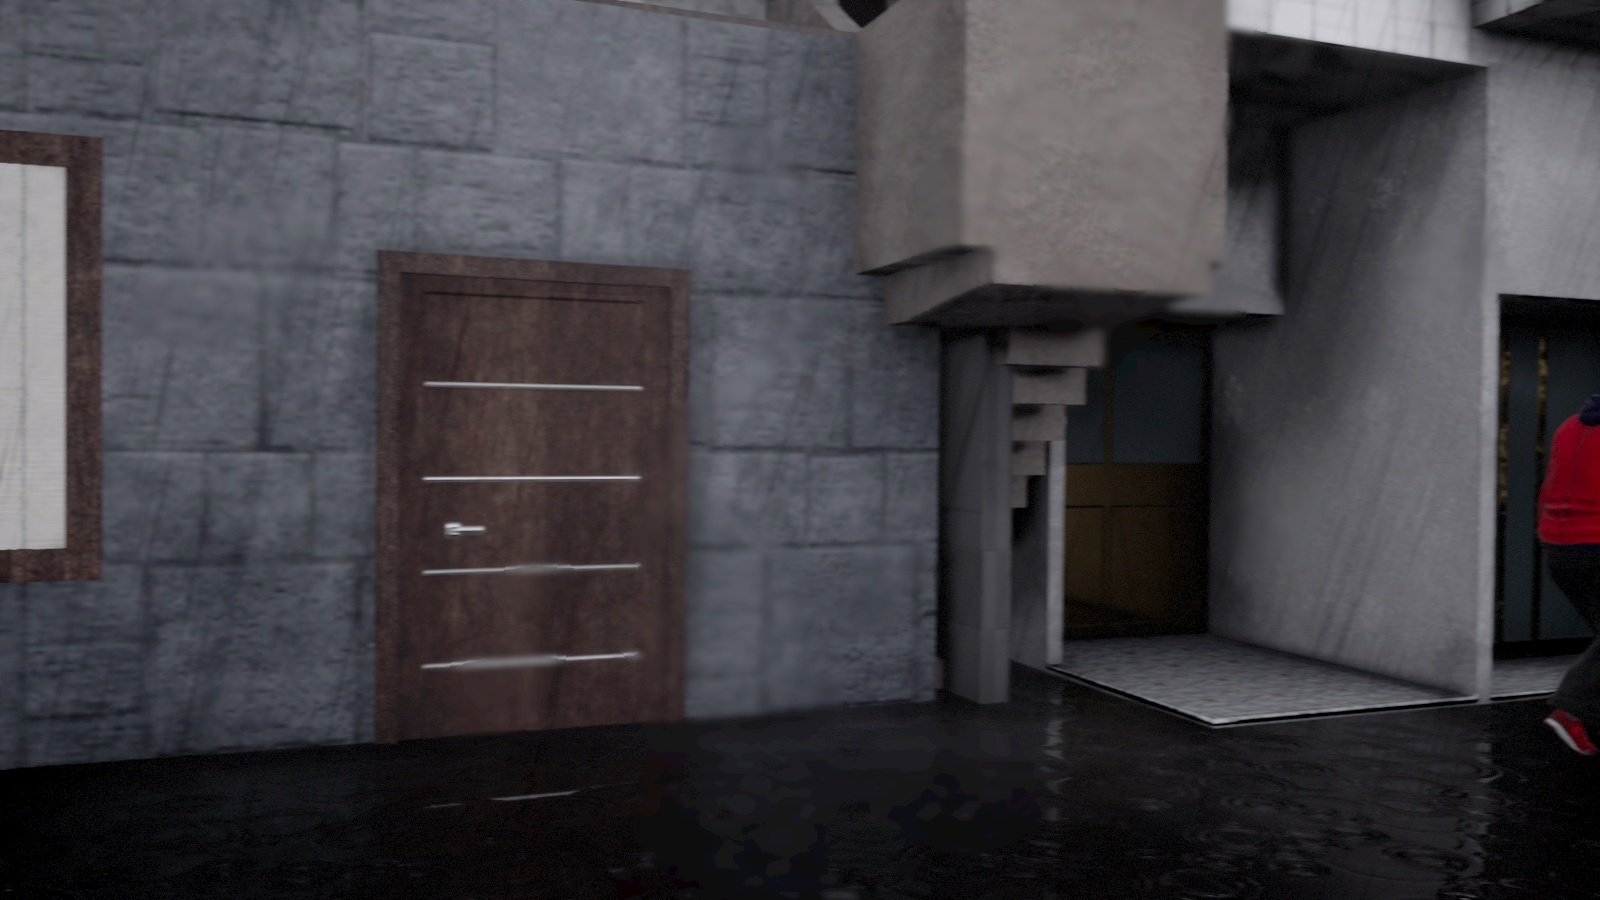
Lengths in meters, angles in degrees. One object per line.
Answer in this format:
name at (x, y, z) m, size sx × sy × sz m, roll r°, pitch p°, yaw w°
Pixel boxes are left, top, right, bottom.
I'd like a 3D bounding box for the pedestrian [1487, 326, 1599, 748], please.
pedestrian at (3.840, 0.371, 5.871) m, size 0.899 × 1.844 × 0.634 m, roll -1°, pitch 1°, yaw -11°
